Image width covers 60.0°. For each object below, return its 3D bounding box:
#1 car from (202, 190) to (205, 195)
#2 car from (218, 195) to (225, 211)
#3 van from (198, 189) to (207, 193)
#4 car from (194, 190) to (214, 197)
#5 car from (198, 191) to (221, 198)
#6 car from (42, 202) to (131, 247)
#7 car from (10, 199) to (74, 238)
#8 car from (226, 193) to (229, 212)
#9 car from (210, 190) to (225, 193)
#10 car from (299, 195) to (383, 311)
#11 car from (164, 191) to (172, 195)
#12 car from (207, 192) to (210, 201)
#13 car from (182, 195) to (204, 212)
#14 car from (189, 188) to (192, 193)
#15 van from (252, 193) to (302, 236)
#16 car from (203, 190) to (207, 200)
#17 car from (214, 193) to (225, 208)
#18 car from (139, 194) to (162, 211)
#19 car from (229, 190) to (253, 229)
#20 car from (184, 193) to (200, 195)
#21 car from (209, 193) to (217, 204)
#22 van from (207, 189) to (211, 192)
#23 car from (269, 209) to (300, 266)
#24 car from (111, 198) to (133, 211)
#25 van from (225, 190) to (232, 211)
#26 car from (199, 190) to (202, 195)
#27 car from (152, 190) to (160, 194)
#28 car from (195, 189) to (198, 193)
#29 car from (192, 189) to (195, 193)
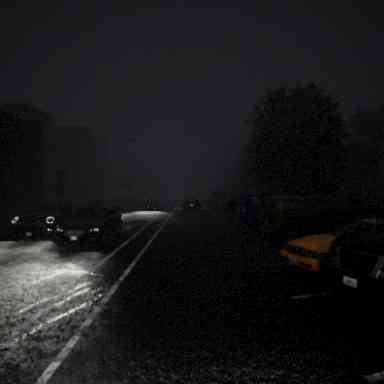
[{"bbox_3d":[4.945,0.885,57.041,5.366,1.575,1.946,0,1,-22],"label":"car"},{"bbox_3d":[5.218,1.266,30.255,4.792,1.488,2.163,1,0,-20],"label":"car"},{"bbox_3d":[4.179,0.468,68.750,4.442,1.987,1.878,0,1,-23],"label":"van"},{"bbox_3d":[3.165,0.295,86.581,4.553,1.767,2.185,0,1,-24],"label":"car"},{"bbox_3d":[3.969,0.639,74.735,4.674,1.452,2.002,0,1,-23],"label":"car"},{"bbox_3d":[-4.297,1.390,14.523,2.128,1.511,4.902,0,0,0],"label":"car"},{"bbox_3d":[-7.099,1.236,16.694,2.097,1.767,4.553,0,0,0],"label":"car"},{"bbox_3d":[5.243,1.170,24.327,4.553,1.767,2.185,1,1,-20],"label":"car"},{"bbox_3d":[5.086,0.972,42.109,4.553,1.767,2.185,0,1,-21],"label":"car"},{"bbox_3d":[5.253,1.184,6.540,5.566,2.045,2.435,1,1,-20],"label":"car"},{"bbox_3d":[-5.805,0.301,79.481,1.812,1.442,4.674,0,1,-4],"label":"car"},{"bbox_3d":[5.013,1.058,48.061,4.674,1.452,2.002,0,1,-21],"label":"car"},{"bbox_3d":[-0.030,1.270,34.602,1.994,1.385,4.181,0,1,0],"label":"car"},{"bbox_3d":[2.461,0.326,95.463,4.792,1.488,2.163,0,1,-25],"label":"car"},{"bbox_3d":[5.353,1.147,15.481,4.442,1.987,1.878,1,0,-20],"label":"van"},{"bbox_3d":[4.857,0.932,54.003,5.008,1.535,2.097,0,1,-22],"label":"car"},{"bbox_3d":[5.358,1.203,33.271,5.366,1.575,1.946,1,0,-20],"label":"car"},{"bbox_3d":[-4.325,1.268,34.999,1.994,1.385,4.181,0,1,0],"label":"car"},{"bbox_3d":[5.265,1.097,18.407,5.566,2.045,2.435,1,0,-20],"label":"car"},{"bbox_3d":[-0.271,1.145,47.484,1.895,1.301,4.718,0,1,-1],"label":"car"},{"bbox_3d":[4.996,1.167,36.110,5.366,1.575,1.946,0,1,-20],"label":"car"},{"bbox_3d":[5.053,0.751,51.076,4.442,1.987,1.878,0,1,-22],"label":"van"},{"bbox_3d":[5.101,1.410,9.439,5.366,1.575,1.946,1,1,-20],"label":"car"},{"bbox_3d":[-7.126,1.274,33.105,2.033,1.411,5.357,0,1,0],"label":"car"},{"bbox_3d":[5.310,1.042,27.324,4.442,1.987,1.878,1,0,-20],"label":"van"},{"bbox_3d":[4.420,0.783,65.837,4.674,1.452,2.002,0,1,-23],"label":"car"},{"bbox_3d":[-8.599,0.285,79.302,1.837,1.490,4.892,0,1,-4],"label":"car"},{"bbox_3d":[3.961,0.642,71.694,5.366,1.575,1.946,0,1,-23],"label":"car"},{"bbox_3d":[3.634,0.257,80.676,5.566,2.045,2.435,0,1,-24],"label":"car"}]
